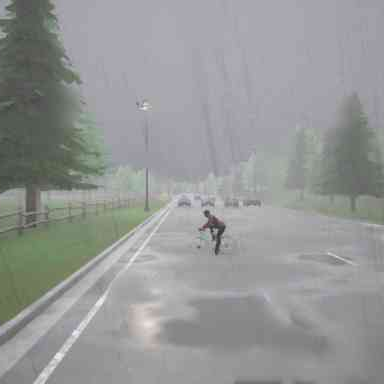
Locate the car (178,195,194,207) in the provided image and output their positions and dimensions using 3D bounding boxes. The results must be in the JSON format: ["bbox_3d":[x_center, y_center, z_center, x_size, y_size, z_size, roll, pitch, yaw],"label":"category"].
[{"bbox_3d":[-1.126,1.601,51.031,1.895,1.301,4.718,0,0,-1],"label":"car"}]

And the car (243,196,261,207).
[{"bbox_3d":[9.314,1.352,52.117,2.097,1.767,4.553,0,0,-1],"label":"car"}]

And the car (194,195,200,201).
[{"bbox_3d":[1.484,1.500,86.440,1.837,1.490,4.892,0,0,-1],"label":"car"}]

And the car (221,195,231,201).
[{"bbox_3d":[8.537,1.552,84.309,1.994,1.385,4.181,0,0,-1],"label":"car"}]

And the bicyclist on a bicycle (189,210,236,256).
[{"bbox_3d":[0.706,1.455,11.744,1.656,1.620,0.582,-2,0,-1],"label":"bicyclist on a bicycle"}]

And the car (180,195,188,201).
[{"bbox_3d":[-2.036,1.540,87.242,2.033,1.411,5.357,0,0,-1],"label":"car"}]

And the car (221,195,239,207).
[{"bbox_3d":[5.884,1.491,50.266,2.128,1.511,4.902,0,0,-1],"label":"car"}]

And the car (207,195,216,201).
[{"bbox_3d":[5.016,1.524,85.170,1.812,1.442,4.674,0,0,-1],"label":"car"}]

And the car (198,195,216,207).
[{"bbox_3d":[2.374,1.601,50.914,1.895,1.301,4.718,0,0,-1],"label":"car"}]
